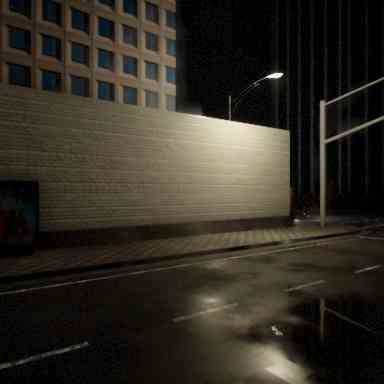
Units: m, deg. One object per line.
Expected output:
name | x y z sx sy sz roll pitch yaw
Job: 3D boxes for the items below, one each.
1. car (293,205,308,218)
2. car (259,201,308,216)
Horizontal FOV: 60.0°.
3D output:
car | 8.138 1.579 29.990 1.812 1.442 4.674 0 0 -36
car | 9.339 1.654 34.316 1.895 1.301 4.718 0 0 -36
